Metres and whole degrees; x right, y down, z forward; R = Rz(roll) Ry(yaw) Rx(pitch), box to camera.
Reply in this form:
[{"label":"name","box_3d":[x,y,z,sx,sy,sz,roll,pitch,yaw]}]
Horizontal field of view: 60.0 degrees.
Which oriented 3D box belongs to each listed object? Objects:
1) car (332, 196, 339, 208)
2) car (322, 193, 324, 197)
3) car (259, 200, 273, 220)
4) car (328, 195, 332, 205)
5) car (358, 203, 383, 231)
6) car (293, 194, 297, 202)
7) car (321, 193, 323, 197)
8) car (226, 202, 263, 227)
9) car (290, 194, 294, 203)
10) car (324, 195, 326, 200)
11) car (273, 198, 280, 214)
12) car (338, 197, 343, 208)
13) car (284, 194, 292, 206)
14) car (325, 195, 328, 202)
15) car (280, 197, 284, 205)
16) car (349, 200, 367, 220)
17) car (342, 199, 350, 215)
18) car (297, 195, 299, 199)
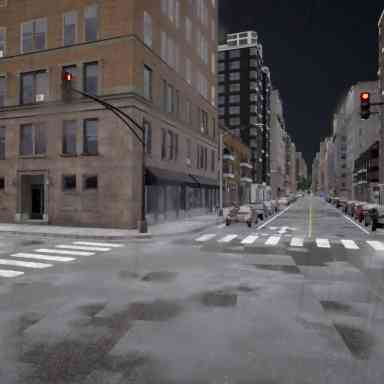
[{"label":"car","box_3d":[20.893,1.566,46.003,1.947,1.339,4.313,1,0,20]},{"label":"car","box_3d":[33.992,1.431,82.434,1.967,1.590,4.097,1,0,20]},{"label":"car","box_3d":[5.384,1.568,28.064,1.947,1.339,4.313,1,0,20]},{"label":"car","box_3d":[24.635,1.549,56.412,2.008,1.369,4.403,1,0,20]},{"label":"car","box_3d":[11.537,1.568,19.980,1.947,1.339,4.313,1,0,20]},{"label":"car","box_3d":[20.350,1.561,69.690,1.947,1.339,4.313,1,0,20]},{"label":"car","box_3d":[35.863,1.430,87.639,1.967,1.590,4.097,1,0,20]},{"label":"car","box_3d":[3.513,1.584,22.861,1.802,1.307,4.206,1,0,20]},{"label":"car","box_3d":[16.608,1.564,59.283,1.947,1.339,4.313,1,0,20]},{"label":"car","box_3d":[30.248,1.575,72.026,1.802,1.307,4.206,1,0,20]},{"label":"car","box_3d":[7.255,1.552,33.267,2.008,1.369,4.403,1,0,20]},{"label":"car","box_3d":[17.151,1.546,35.594,1.887,1.381,4.507,1,0,20]},{"label":"car","box_3d":[14.680,1.524,53.920,1.752,1.417,4.829,1,0,20]},{"label":"car","box_3d":[28.378,1.561,66.821,1.947,1.339,4.313,1,0,20]},{"label":"car","box_3d":[9.126,1.546,38.470,1.887,1.381,4.507,1,0,20]},{"label":"car","box_3d":[13.409,1.546,25.184,1.887,1.381,4.507,1,0,20]},{"label":"car","box_3d":[15.280,1.552,30.389,2.008,1.369,4.403,1,0,20]},{"label":"car","box_3d":[22.222,1.308,74.892,2.192,1.841,5.009,1,0,20]}]
